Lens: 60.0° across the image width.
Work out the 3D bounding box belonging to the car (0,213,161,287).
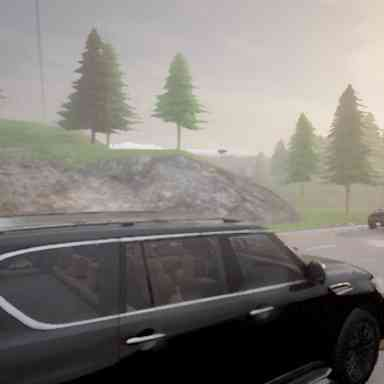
[{"bbox_3d":[-3.579,1.505,9.797,5.008,1.535,1.882,1,0,-35],"label":"car"}]

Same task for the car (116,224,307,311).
[{"bbox_3d":[0.667,1.654,8.524,4.718,1.301,1.895,1,0,-35],"label":"car"}]

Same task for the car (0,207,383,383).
[{"bbox_3d":[-0.069,1.243,3.701,5.566,2.045,2.150,0,0,-35],"label":"car"}]
